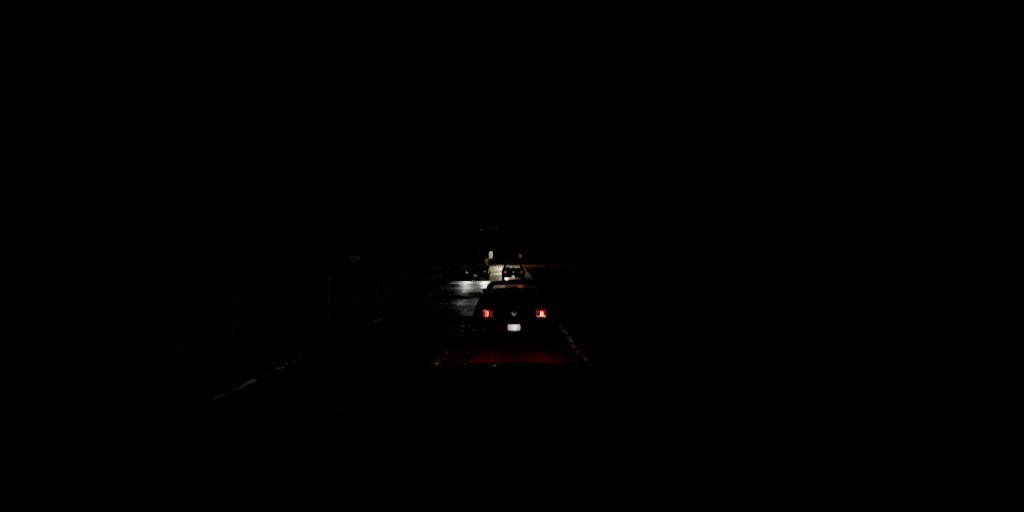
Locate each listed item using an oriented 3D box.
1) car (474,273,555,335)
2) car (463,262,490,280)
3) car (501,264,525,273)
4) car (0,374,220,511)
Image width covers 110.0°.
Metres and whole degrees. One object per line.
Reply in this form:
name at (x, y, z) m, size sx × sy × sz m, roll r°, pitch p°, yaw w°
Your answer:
car at (0.064, 1.331, 10.367) m, size 1.895 × 1.301 × 4.718 m, roll 0°, pitch 0°, yaw 0°
car at (-2.837, 1.223, 30.030) m, size 1.812 × 1.442 × 4.674 m, roll 0°, pitch 0°, yaw 0°
car at (0.095, 1.298, 30.101) m, size 1.895 × 1.301 × 4.718 m, roll 0°, pitch 0°, yaw 0°
car at (-2.836, 1.258, 0.306) m, size 1.837 × 1.490 × 4.892 m, roll 0°, pitch 0°, yaw 0°
